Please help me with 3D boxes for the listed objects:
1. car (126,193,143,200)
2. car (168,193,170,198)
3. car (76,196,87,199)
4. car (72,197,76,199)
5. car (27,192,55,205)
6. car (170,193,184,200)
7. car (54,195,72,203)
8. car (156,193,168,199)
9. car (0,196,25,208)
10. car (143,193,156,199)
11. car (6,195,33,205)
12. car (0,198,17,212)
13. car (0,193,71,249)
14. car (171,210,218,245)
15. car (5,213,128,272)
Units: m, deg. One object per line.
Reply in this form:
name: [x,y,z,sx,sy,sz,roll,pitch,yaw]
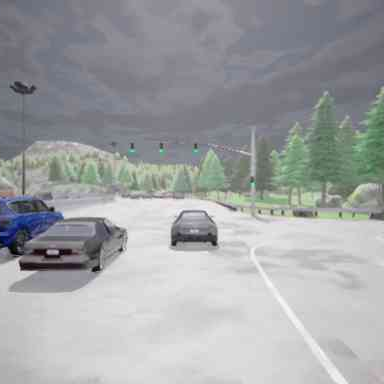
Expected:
car: [-14.958,1.192,86.366,2.128,1.511,4.902,0,0,-22]
car: [-6.682,1.118,94.266,1.882,1.535,5.008,0,0,-26]
car: [-21.092,1.366,62.843,1.895,1.301,4.718,0,0,0]
car: [-21.031,1.362,54.215,1.994,1.385,4.181,0,0,0]
car: [-24.530,1.020,54.267,2.150,2.045,5.566,0,0,0]
car: [-3.481,1.228,84.731,1.994,1.385,4.181,0,0,-18]
car: [-24.610,1.325,63.420,1.994,1.385,4.181,0,0,-3]
car: [-8.681,1.246,89.550,1.895,1.301,4.718,0,0,-22]
car: [-24.525,1.360,44.829,1.812,1.442,4.674,0,0,0]
car: [-11.780,1.186,87.866,1.812,1.442,4.674,0,0,-22]
car: [-28.030,1.305,54.170,1.837,1.490,4.892,0,0,0]
car: [-21.099,1.416,35.519,2.033,1.411,5.357,0,0,0]
car: [-6.906,1.178,13.030,2.150,2.045,5.566,0,0,0]
car: [0.092,1.510,15.185,1.994,1.385,4.181,0,0,0]
car: [-3.404,1.512,10.643,2.033,1.411,5.357,0,0,0]
